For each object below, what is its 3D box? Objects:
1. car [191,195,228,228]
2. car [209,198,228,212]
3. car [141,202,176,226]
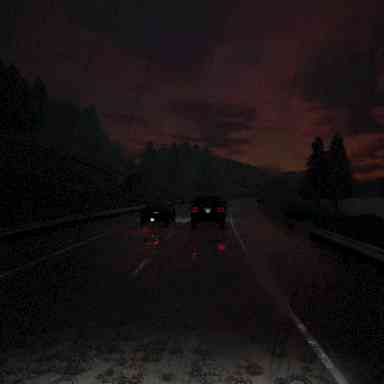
[{"bbox_3d":[1.140,1.225,22.471,2.150,2.045,5.566,0,0,4],"label":"car"},{"bbox_3d":[3.375,1.555,41.232,2.033,1.411,5.357,0,0,9],"label":"car"},{"bbox_3d":[-2.293,1.504,23.331,1.837,1.490,4.892,0,0,5],"label":"car"}]
